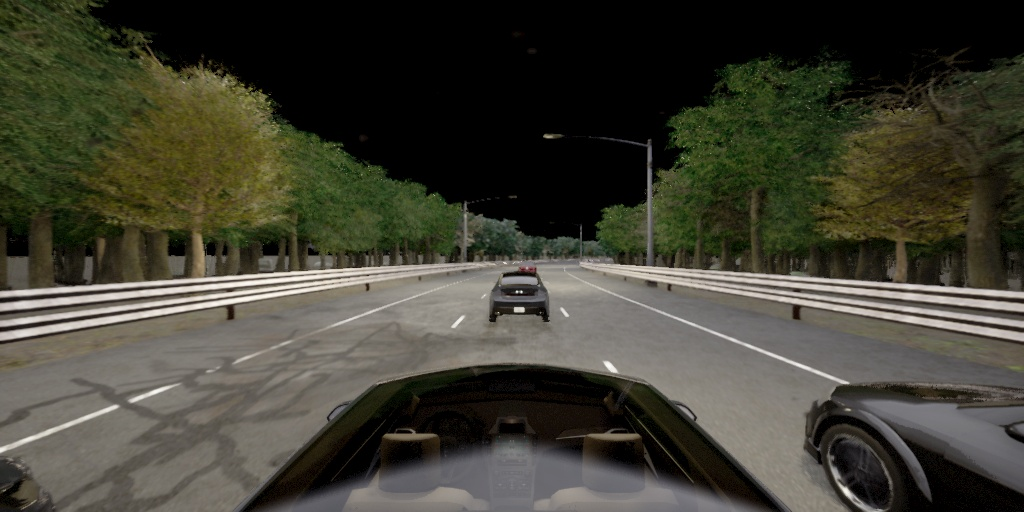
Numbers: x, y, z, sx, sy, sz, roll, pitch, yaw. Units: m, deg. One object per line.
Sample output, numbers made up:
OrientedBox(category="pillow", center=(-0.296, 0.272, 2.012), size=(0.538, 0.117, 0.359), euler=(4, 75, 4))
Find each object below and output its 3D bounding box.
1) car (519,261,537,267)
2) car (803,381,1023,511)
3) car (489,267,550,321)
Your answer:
OrientedBox(category="car", center=(1.875, 1.400, 42.395), size=(2.097, 1.767, 4.553), euler=(0, -1, 5))
OrientedBox(category="car", center=(3.628, 1.317, 1.495), size=(1.994, 1.385, 4.181), euler=(0, 0, 0))
OrientedBox(category="car", center=(0.264, 1.286, 12.555), size=(1.837, 1.490, 4.892), euler=(0, 0, 1))
